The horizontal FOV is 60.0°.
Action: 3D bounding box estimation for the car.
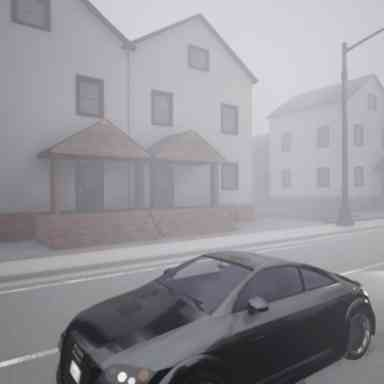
[{"bbox_3d":[0.513,1.534,4.340,4.181,1.385,1.994,-1,0,-35],"label":"car"}]
